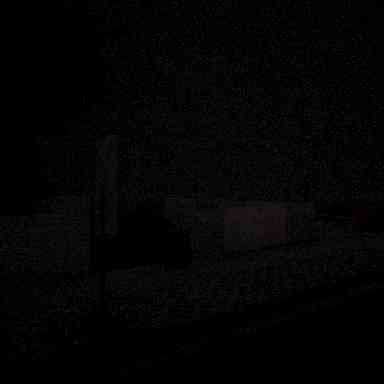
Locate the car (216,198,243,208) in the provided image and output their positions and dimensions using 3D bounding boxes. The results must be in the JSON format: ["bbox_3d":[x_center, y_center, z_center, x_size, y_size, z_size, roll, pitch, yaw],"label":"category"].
[{"bbox_3d":[3.286,1.233,27.496,2.128,1.511,4.902,1,0,-36],"label":"car"}]

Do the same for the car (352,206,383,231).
[{"bbox_3d":[10.424,1.429,16.711,1.812,1.442,4.674,1,0,-27],"label":"car"}]

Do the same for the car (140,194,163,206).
[{"bbox_3d":[-4.807,1.036,38.734,1.882,1.535,5.008,1,0,-35],"label":"car"}]

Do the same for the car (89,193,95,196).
[{"bbox_3d":[-17.367,0.783,61.175,2.033,1.411,5.357,1,0,-36],"label":"car"}]

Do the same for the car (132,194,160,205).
[{"bbox_3d":[-6.477,1.013,46.076,1.812,1.442,4.674,1,0,-36],"label":"car"}]
